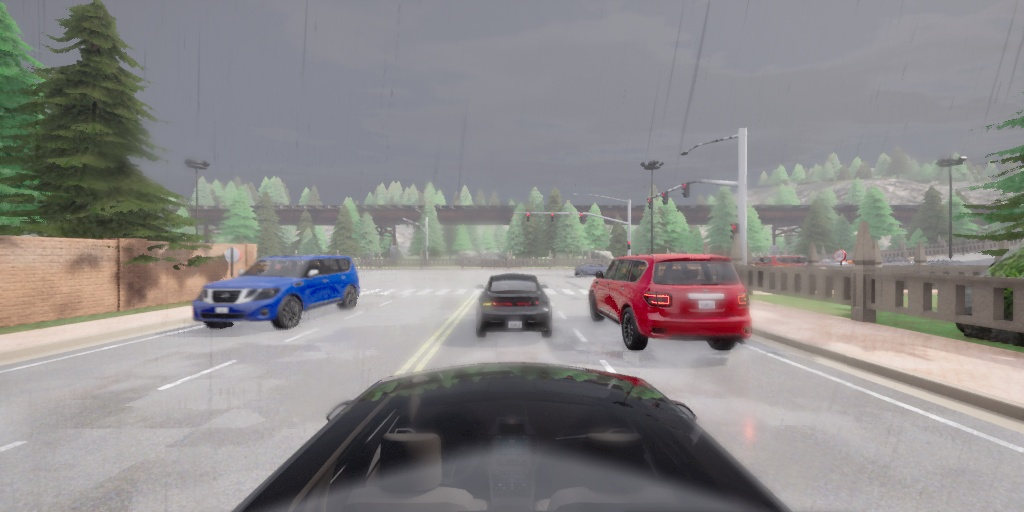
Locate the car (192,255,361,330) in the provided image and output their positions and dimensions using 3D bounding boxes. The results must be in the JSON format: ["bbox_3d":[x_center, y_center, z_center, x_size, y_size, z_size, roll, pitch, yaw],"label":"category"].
[{"bbox_3d":[-6.946,0.972,11.496,2.150,2.045,5.566,0,0,3],"label":"car"}]

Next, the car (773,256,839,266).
[{"bbox_3d":[23.670,0.973,30.315,5.566,2.045,2.150,0,0,0],"label":"car"}]

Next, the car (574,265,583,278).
[{"bbox_3d":[7.952,1.314,33.792,4.181,1.385,1.994,0,0,0],"label":"car"}]

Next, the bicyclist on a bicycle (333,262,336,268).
[{"bbox_3d":[-27.397,1.051,55.722,0.582,1.620,1.656,0,0,0],"label":"bicyclist on a bicycle"}]

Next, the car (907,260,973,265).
[{"bbox_3d":[41.244,1.092,33.911,4.902,1.511,2.128,-2,0,0],"label":"car"}]

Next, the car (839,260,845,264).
[{"bbox_3d":[34.189,1.287,41.059,5.357,1.411,2.033,0,0,0],"label":"car"}]

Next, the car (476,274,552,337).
[{"bbox_3d":[0.023,1.255,10.260,1.837,1.490,4.892,0,0,-1],"label":"car"}]

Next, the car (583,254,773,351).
[{"bbox_3d":[3.519,0.971,9.158,2.150,2.045,5.566,0,0,0],"label":"car"}]

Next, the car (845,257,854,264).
[{"bbox_3d":[39.230,1.183,44.584,4.674,1.442,1.812,-1,0,0],"label":"car"}]

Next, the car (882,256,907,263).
[{"bbox_3d":[42.821,0.891,41.097,4.553,1.767,2.097,-2,0,0],"label":"car"}]
